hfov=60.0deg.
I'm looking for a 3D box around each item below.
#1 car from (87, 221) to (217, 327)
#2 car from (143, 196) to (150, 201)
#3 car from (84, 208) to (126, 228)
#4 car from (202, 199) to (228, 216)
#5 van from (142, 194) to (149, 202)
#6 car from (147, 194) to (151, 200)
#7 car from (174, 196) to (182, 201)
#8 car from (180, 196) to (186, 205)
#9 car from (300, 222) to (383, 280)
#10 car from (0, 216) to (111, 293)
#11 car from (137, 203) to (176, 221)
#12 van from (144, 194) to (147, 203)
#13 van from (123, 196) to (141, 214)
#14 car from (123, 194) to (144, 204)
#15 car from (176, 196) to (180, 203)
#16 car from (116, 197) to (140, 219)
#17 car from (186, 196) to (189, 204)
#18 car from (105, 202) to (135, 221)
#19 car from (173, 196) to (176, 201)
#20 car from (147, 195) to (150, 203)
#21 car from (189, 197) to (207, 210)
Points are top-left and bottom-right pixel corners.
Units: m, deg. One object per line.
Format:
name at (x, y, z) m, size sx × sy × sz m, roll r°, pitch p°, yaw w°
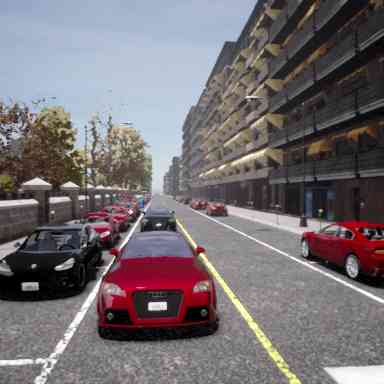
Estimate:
car at (-0.730, 1.564, 7.062) m, size 1.994 × 1.385 × 4.181 m, roll 0°, pitch 0°, yaw -6°
car at (-11.991, 1.701, 87.342) m, size 1.802 × 1.307 × 4.206 m, roll 0°, pitch 0°, yaw -6°
car at (-4.148, 1.582, 14.574) m, size 1.802 × 1.307 × 4.206 m, roll 0°, pitch 0°, yaw -6°
car at (2.374, 1.599, 32.261) m, size 1.802 × 1.307 × 4.206 m, roll 0°, pitch 0°, yaw -6°
van at (-11.387, 1.447, 81.745) m, size 1.690 × 1.788 × 3.998 m, roll 0°, pitch 0°, yaw -6°
car at (-10.181, 1.395, 70.550) m, size 2.192 × 1.841 × 5.009 m, roll 0°, pitch 0°, yaw -6°
car at (-3.659, 1.702, 88.241) m, size 1.802 × 1.307 × 4.206 m, roll 0°, pitch 0°, yaw -6°
car at (-0.643, 1.625, 60.252) m, size 1.947 × 1.339 × 4.313 m, roll 0°, pitch 0°, yaw -6°
car at (4.788, 1.545, 9.873) m, size 1.887 × 1.381 × 4.507 m, roll 0°, pitch 0°, yaw -6°
car at (-3.544, 1.566, 8.975) m, size 1.947 × 1.339 × 4.313 m, roll 0°, pitch 0°, yaw -6°
car at (-1.982, 1.566, 19.629) m, size 1.994 × 1.385 × 4.181 m, roll 0°, pitch 0°, yaw -6°
van at (-7.768, 1.382, 48.158) m, size 1.690 × 1.788 × 3.998 m, roll 0°, pitch 0°, yaw -6°
van at (-6.561, 1.366, 36.962) m, size 1.690 × 1.788 × 3.998 m, roll 0°, pitch 0°, yaw -6°
car at (-5.958, 1.332, 31.364) m, size 2.192 × 1.841 × 5.009 m, roll 0°, pitch 0°, yaw -6°
car at (-1.849, 1.520, 71.447) m, size 1.967 × 1.590 × 4.097 m, roll 0°, pitch 0°, yaw -6°
car at (-5.353, 1.449, 25.765) m, size 1.967 × 1.590 × 4.097 m, roll 0°, pitch 0°, yaw -6°
car at (0.564, 1.624, 49.056) m, size 1.802 × 1.307 × 4.206 m, roll 0°, pitch 0°, yaw -6°
car at (-4.751, 1.547, 20.169) m, size 1.887 × 1.381 × 4.507 m, roll 0°, pitch 0°, yaw -6°
car at (-3.073, 1.631, 82.812) m, size 1.752 × 1.417 × 4.829 m, roll 0°, pitch 0°, yaw -6°
car at (-8.974, 1.625, 59.354) m, size 1.947 × 1.339 × 4.313 m, roll 0°, pitch 0°, yaw -6°
car at (1.168, 1.474, 43.458) m, size 1.967 × 1.590 × 4.097 m, roll 0°, pitch 0°, yaw -6°
